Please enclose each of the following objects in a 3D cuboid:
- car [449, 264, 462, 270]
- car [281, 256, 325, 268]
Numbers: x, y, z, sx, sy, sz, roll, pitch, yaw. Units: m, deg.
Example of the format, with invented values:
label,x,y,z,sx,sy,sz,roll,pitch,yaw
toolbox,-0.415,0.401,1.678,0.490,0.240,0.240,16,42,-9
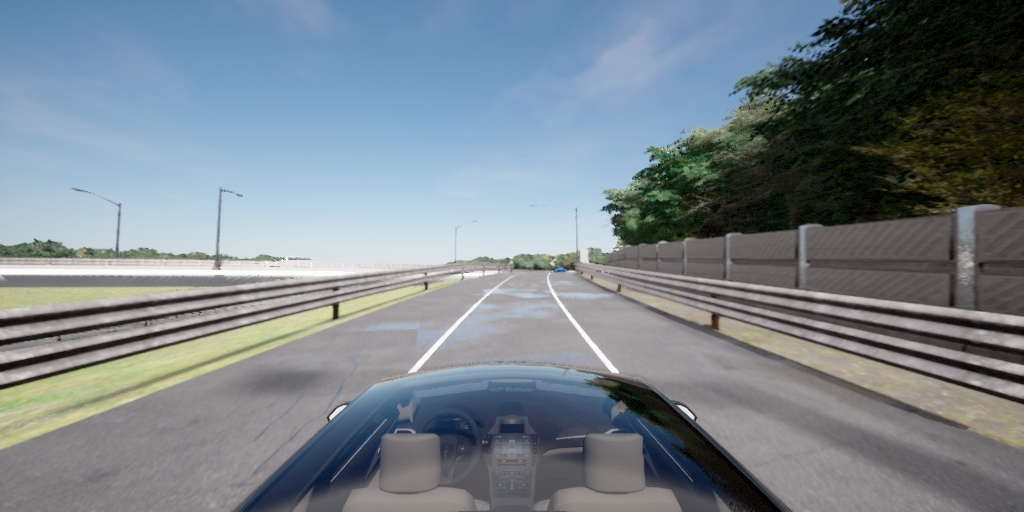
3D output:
label,x,y,z,sx,sy,sz,roll,pitch,yaw
car,-10.526,2.279,64.413,5.008,1.535,1.882,3,-4,-39
car,-30.002,1.105,51.710,5.566,2.045,2.150,2,-4,-25
